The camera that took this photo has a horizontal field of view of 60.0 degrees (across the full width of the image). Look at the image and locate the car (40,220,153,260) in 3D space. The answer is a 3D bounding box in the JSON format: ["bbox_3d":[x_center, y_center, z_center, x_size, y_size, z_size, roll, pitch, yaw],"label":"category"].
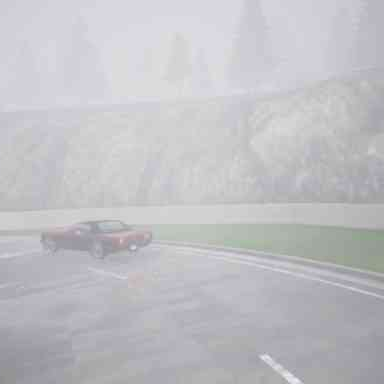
[{"bbox_3d":[-3.885,1.745,13.011,4.718,1.301,1.895,-2,0,35],"label":"car"}]
